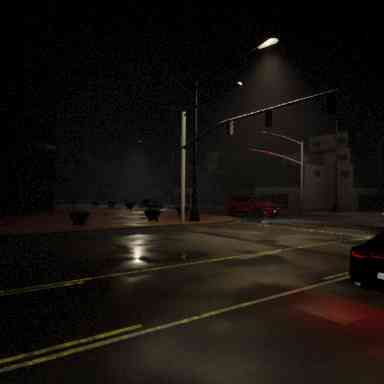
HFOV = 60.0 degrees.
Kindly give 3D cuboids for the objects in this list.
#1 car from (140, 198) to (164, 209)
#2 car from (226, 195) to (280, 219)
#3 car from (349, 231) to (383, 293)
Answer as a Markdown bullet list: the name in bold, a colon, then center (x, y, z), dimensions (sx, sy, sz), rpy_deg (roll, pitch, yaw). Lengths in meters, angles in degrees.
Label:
- **car**: center (-5.679, 1.619, 46.929), dimensions (1.812, 1.442, 4.674), rpy_deg (1, -1, -35)
- **car**: center (5.505, 1.313, 30.890), dimensions (2.150, 2.045, 5.566), rpy_deg (1, 0, -36)
- **car**: center (5.752, 1.497, 7.883), dimensions (5.008, 1.535, 1.882), rpy_deg (0, 0, -35)
